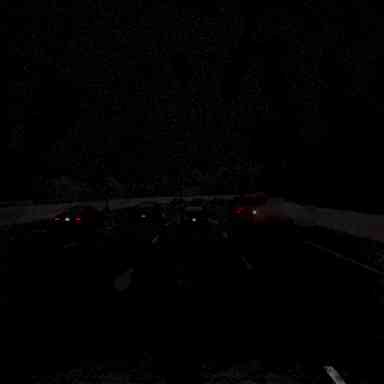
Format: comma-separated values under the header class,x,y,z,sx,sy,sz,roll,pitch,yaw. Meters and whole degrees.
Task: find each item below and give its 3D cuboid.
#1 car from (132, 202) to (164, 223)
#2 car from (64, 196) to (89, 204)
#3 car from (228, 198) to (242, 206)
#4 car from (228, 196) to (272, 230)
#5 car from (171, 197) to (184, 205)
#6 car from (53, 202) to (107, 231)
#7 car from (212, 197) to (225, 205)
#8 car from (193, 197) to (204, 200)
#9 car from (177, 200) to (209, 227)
class,x,y,z,sx,sy,sz,roll,pitch,yaw
car,-3.285,1.507,25.542,1.882,1.535,5.008,0,0,2
car,-22.793,1.609,65.861,2.033,1.411,5.357,0,0,12
car,7.392,1.668,57.169,1.895,1.301,4.718,0,0,13
car,3.639,1.247,21.616,2.150,2.045,5.566,0,0,1
car,-2.407,1.635,60.339,1.994,1.385,4.181,0,0,13
car,-6.876,1.572,20.913,2.033,1.411,5.357,0,0,1
car,4.891,1.563,61.078,2.128,1.511,4.902,0,0,14
car,1.190,1.635,60.451,1.994,1.385,4.181,0,0,14
car,0.174,1.553,23.118,1.812,1.442,4.674,0,0,1
